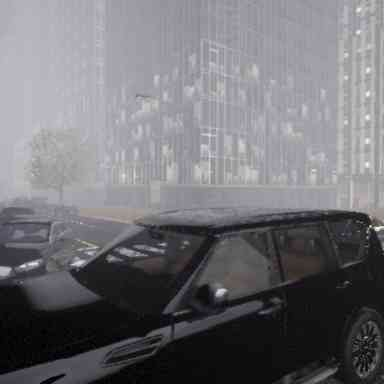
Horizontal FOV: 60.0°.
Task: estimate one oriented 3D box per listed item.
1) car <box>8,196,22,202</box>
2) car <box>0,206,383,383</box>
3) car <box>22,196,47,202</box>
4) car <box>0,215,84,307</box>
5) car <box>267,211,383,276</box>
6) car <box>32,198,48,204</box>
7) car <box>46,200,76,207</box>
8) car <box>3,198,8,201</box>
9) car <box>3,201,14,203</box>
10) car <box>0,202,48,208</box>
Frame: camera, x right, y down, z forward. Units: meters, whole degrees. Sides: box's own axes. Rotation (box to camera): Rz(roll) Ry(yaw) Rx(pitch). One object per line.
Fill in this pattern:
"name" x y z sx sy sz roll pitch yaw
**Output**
"car" -26.058 1.579 50.770 2.192 1.841 5.009 -1 0 -36
"car" 0.174 1.232 3.816 5.566 2.045 2.150 0 0 -35
"car" -19.338 1.521 41.669 2.192 1.841 5.009 -1 0 -36
"car" -4.371 1.518 8.920 2.128 1.511 4.902 0 0 -10
"car" 4.881 1.505 11.165 4.892 1.490 1.837 0 0 -36
"car" -16.215 1.729 37.446 2.008 1.369 4.403 -1 0 -36
"car" -12.476 1.698 32.668 2.008 1.369 4.403 -1 0 -36
"car" -32.777 1.763 59.873 1.967 1.590 4.097 -1 0 -36
"car" -16.209 1.705 27.804 1.994 1.385 4.181 0 0 -34
"car" -10.212 1.594 19.648 1.837 1.490 4.892 0 0 -37
